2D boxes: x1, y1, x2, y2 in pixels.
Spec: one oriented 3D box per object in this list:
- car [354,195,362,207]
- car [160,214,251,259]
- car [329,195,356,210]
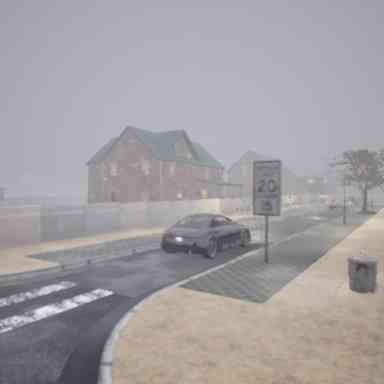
[{"bbox_3d":[22.386,1.234,46.435,1.837,1.490,4.892,0,1,33],"label":"car"},{"bbox_3d":[0.649,1.511,12.611,1.994,1.385,4.181,0,1,33],"label":"car"},{"bbox_3d":[17.170,1.377,38.228,1.895,1.301,4.718,0,1,33],"label":"car"}]
